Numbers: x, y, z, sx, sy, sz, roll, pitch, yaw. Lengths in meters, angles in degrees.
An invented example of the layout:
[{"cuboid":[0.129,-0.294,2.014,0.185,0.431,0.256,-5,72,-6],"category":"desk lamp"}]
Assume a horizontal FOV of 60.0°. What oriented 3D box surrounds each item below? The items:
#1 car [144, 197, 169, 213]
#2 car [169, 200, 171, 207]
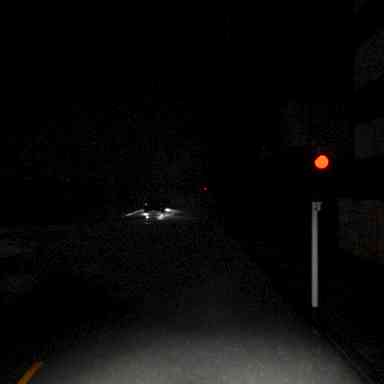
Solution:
[{"cuboid":[-4.127,1.352,37.574,2.097,1.767,4.553,0,0,0],"category":"car"},{"cuboid":[-4.116,1.601,47.636,1.895,1.301,4.718,0,0,0],"category":"car"}]
